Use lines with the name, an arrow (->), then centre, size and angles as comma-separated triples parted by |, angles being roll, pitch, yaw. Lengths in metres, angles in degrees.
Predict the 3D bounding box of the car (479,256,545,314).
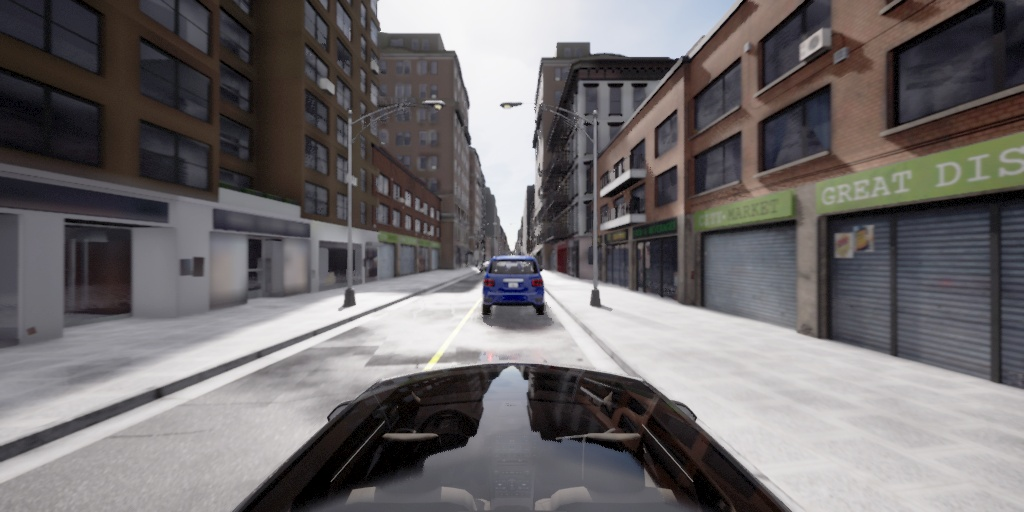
car -> 0.063, 1.023, 14.098 | 2.150, 2.045, 5.566 | 0, 0, 0

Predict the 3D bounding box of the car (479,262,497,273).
car -> -3.102, 1.479, 46.650 | 1.994, 1.385, 4.181 | 0, 0, 0
